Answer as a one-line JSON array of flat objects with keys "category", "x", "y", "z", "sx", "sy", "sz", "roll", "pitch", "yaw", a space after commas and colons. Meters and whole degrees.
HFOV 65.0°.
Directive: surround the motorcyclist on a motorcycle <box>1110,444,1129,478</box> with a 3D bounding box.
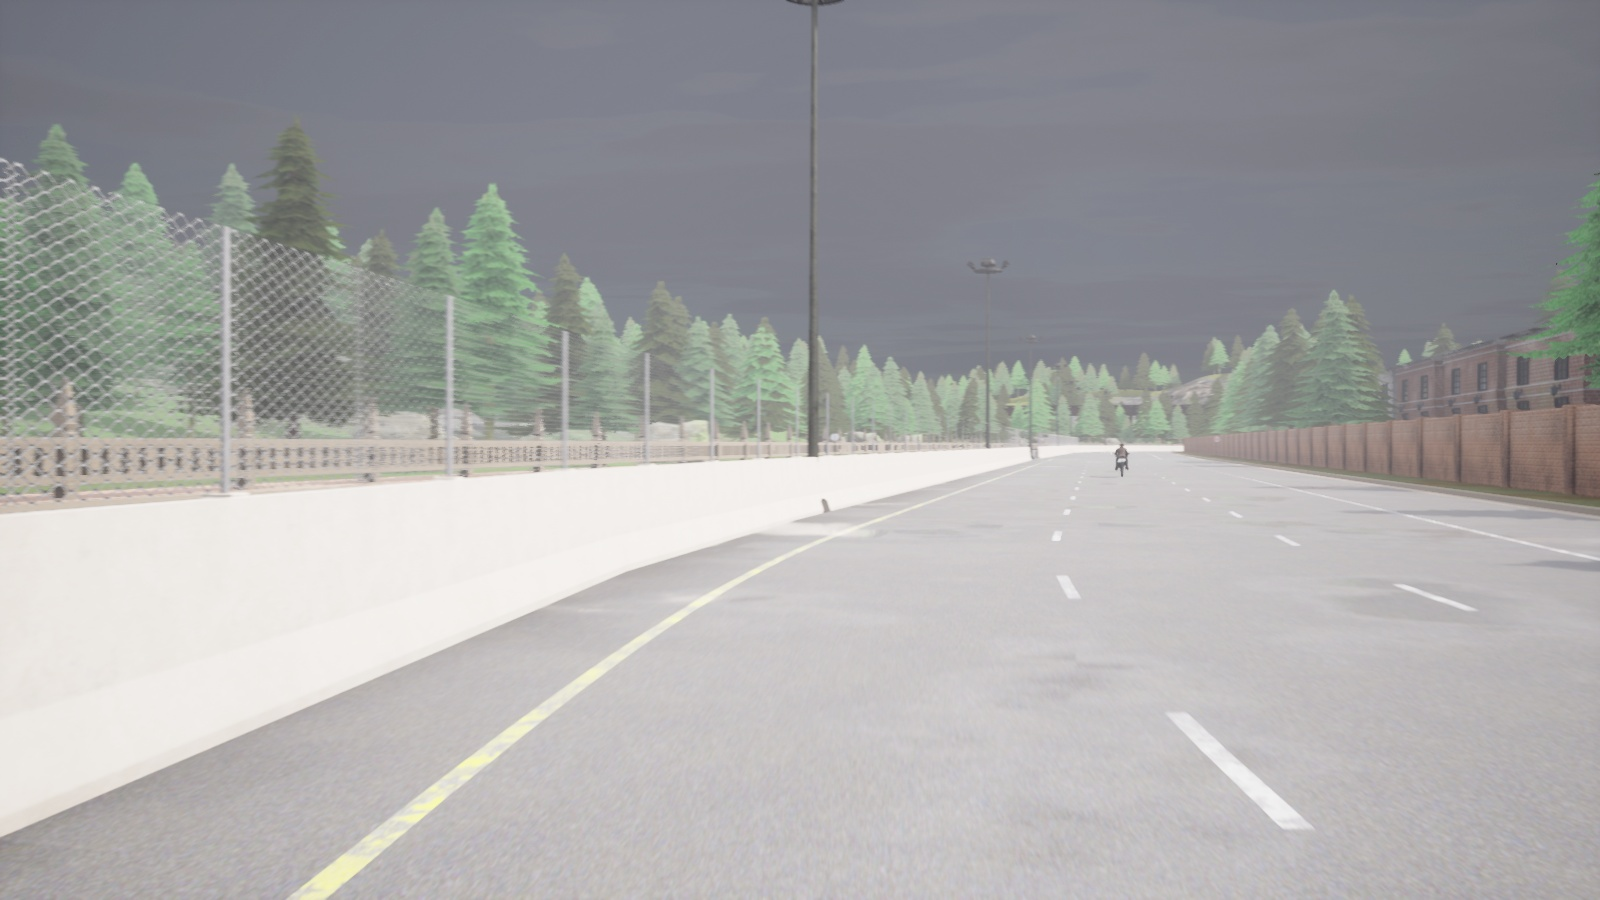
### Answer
[{"category": "motorcyclist on a motorcycle", "x": 14.442, "y": 0.481, "z": 56.782, "sx": 0.797, "sy": 1.523, "sz": 2.044, "roll": 0, "pitch": 0, "yaw": 13}]
